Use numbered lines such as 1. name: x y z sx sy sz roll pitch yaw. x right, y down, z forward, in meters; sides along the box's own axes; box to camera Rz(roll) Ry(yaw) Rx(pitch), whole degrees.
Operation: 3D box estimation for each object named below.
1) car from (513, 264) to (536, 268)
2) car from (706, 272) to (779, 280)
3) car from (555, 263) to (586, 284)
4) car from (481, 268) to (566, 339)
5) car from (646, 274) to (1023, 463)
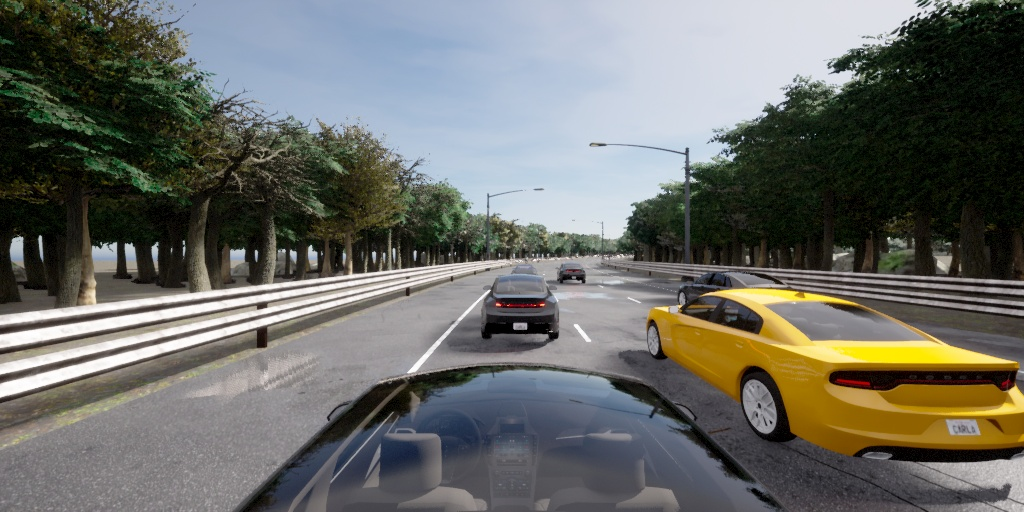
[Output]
1. car: 0.961 1.317 27.489 1.994 1.385 4.181 0 0 3
2. car: 7.268 1.255 11.991 1.837 1.490 4.892 0 0 2
3. car: 4.459 1.257 27.356 1.837 1.490 4.892 0 0 3
4. car: 0.225 1.255 10.065 1.837 1.490 4.892 0 0 1
5. car: 3.652 1.227 5.363 1.882 1.535 5.008 0 0 0
